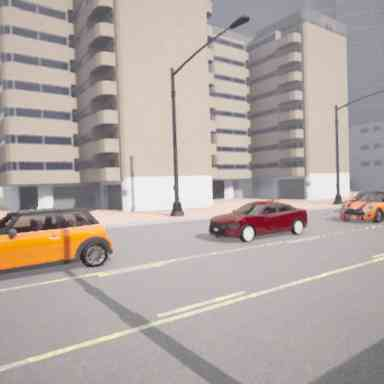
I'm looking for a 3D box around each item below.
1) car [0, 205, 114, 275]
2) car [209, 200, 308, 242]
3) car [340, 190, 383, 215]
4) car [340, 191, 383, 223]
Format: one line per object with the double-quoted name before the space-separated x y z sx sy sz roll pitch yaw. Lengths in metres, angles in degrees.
"car" -4.639 1.292 9.283 4.553 1.767 2.097 -2 1 -35
"car" 2.994 1.161 14.622 5.008 1.535 1.882 -2 1 -35
"car" 14.065 0.750 26.508 4.553 1.767 2.097 -1 1 -35
"car" 11.017 0.827 20.216 4.553 1.767 2.097 -1 1 -35
